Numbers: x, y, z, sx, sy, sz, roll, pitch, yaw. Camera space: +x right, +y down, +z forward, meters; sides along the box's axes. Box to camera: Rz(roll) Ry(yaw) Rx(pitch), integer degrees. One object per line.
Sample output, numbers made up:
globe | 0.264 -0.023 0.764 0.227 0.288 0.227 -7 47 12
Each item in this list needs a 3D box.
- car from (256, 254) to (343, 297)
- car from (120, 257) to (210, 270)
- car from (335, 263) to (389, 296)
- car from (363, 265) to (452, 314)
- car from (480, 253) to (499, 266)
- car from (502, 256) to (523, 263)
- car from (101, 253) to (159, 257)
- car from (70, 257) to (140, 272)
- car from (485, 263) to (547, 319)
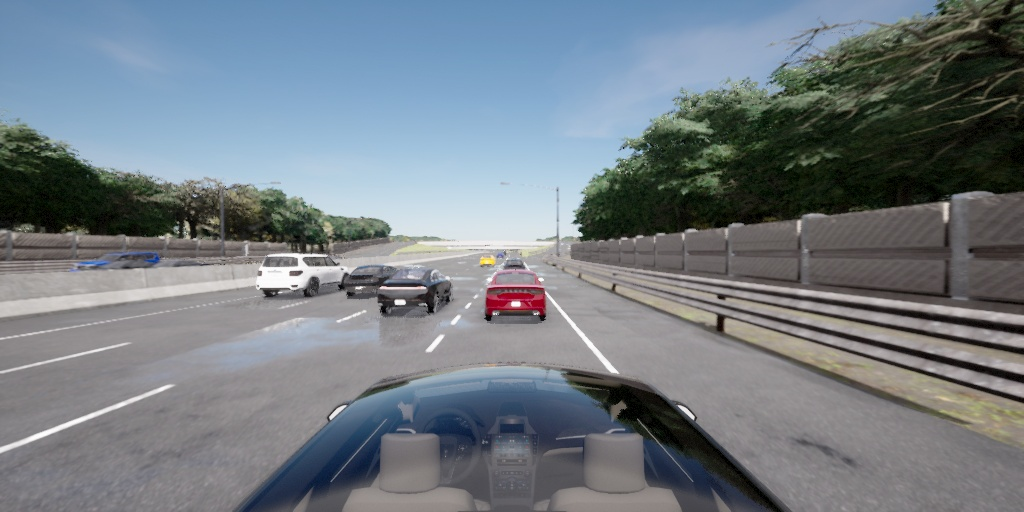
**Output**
car | -10.367 0.899 18.361 2.150 2.045 5.566 0 1 0
car | -24.521 1.059 25.951 1.882 1.535 5.008 0 1 0
car | -6.866 1.181 18.502 1.837 1.490 4.892 0 1 0
car | -3.482 1.210 13.603 2.128 1.511 4.902 0 0 0
car | -3.259 0.606 49.329 1.882 1.535 5.008 0 1 1
car | 0.195 1.005 30.977 1.837 1.490 4.892 0 1 0
car | -31.497 0.753 28.899 2.150 2.045 5.566 0 1 1
car | -28.020 1.059 25.926 1.882 1.535 5.008 0 1 0
car | 0.117 1.200 12.672 1.882 1.535 5.008 0 0 0
